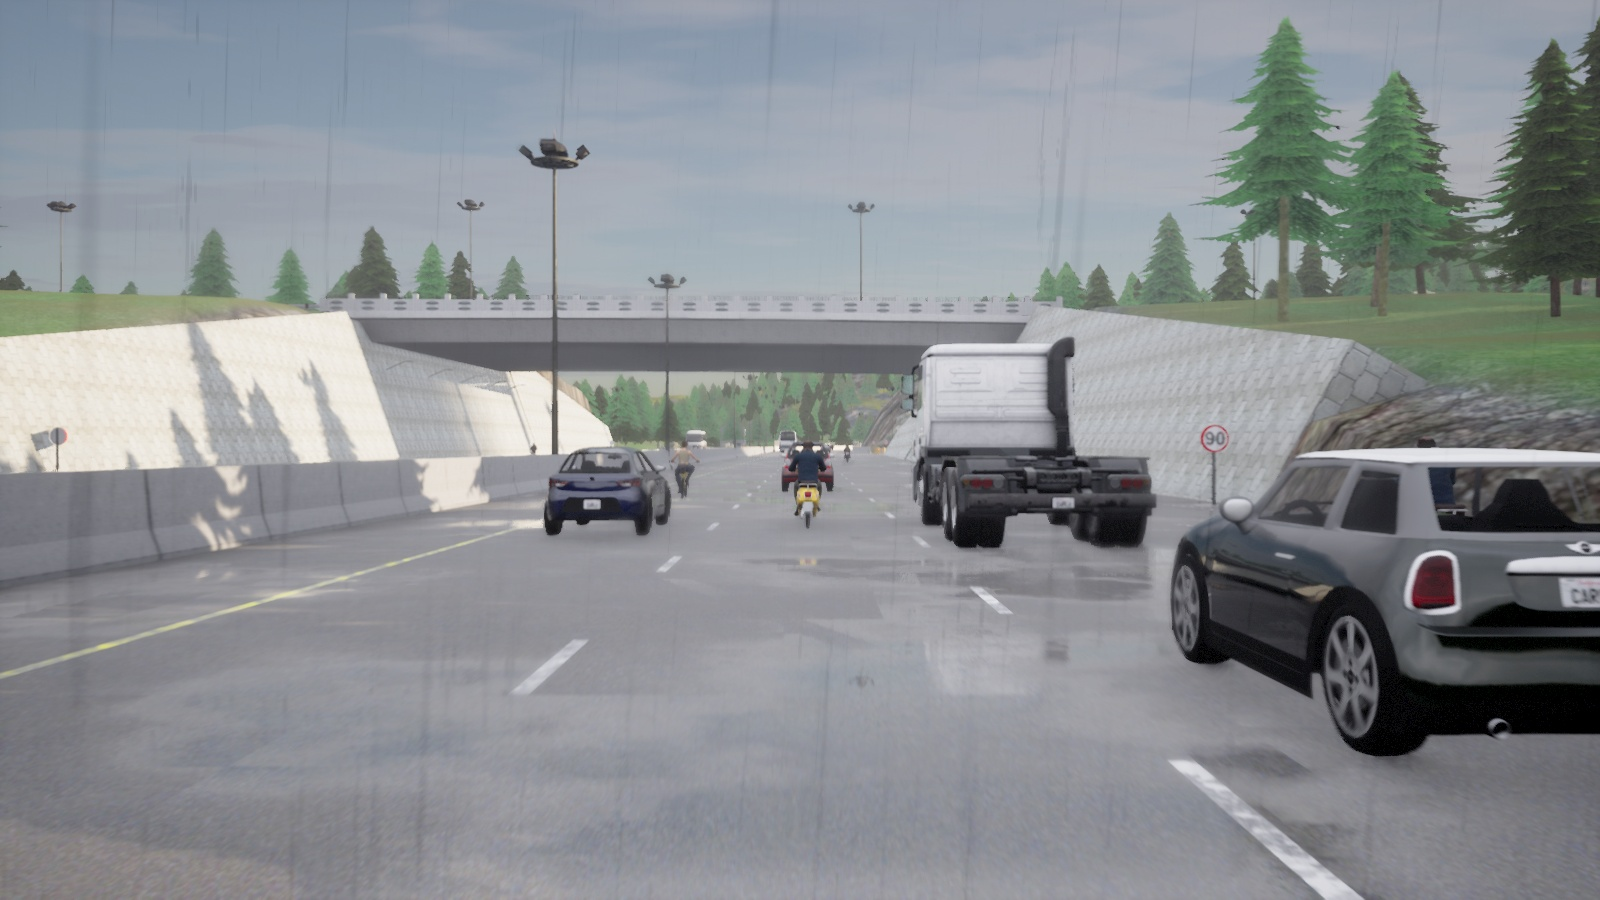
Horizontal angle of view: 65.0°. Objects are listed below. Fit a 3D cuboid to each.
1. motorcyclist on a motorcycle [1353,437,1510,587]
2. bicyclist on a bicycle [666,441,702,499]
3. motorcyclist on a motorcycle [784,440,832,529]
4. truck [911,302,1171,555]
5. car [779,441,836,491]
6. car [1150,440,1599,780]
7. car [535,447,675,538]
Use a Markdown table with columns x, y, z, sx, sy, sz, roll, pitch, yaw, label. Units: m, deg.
| x | y | z | sx | sy | sz | roll | pitch | yaw | label |
| --- | --- | --- | --- | --- | --- | --- | --- | --- | --- |
| 7.097 | 0.657 | 14.218 | 0.866 | 1.590 | 1.817 | 0 | 0 | 0 | motorcyclist on a motorcycle |
| -3.277 | 0.558 | 35.587 | 0.866 | 1.612 | 1.509 | 0 | 0 | 0 | bicyclist on a bicycle |
| 0.149 | 0.620 | 23.396 | 0.866 | 1.590 | 1.817 | 0 | 0 | 0 | motorcyclist on a motorcycle |
| 3.637 | -0.305 | 21.128 | 2.891 | 3.462 | 7.936 | 0 | 0 | 0 | truck |
| 0.258 | 0.499 | 42.439 | 1.851 | 1.617 | 3.988 | 0 | 0 | 0 | car |
| 3.557 | 0.690 | 7.365 | 1.970 | 1.475 | 3.806 | 0 | 0 | 0 | car |
| -3.357 | 0.681 | 22.367 | 1.816 | 1.474 | 4.193 | 0 | 0 | 0 | car |
